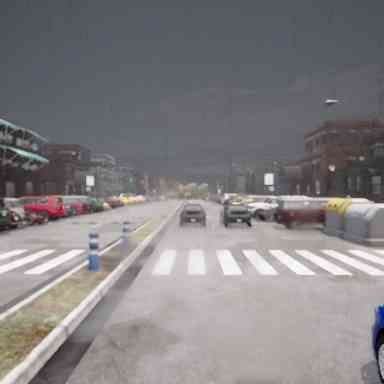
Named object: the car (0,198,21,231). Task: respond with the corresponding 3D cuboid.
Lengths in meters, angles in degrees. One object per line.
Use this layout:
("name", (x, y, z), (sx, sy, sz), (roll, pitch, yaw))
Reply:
("car", (-12.981, 1.342, 18.293), (5.566, 2.045, 2.435), (0, 0, 0))

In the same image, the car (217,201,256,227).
("car", (3.084, 1.630, 24.198), (1.837, 1.490, 4.892), (0, 0, 0))

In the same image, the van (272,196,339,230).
("van", (7.743, 1.367, 21.180), (4.442, 1.987, 1.878), (0, 0, 0))

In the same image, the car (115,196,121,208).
("car", (-12.875, 1.624, 46.084), (5.008, 1.535, 2.097), (0, 0, 0))

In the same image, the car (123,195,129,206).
("car", (-12.880, 1.612, 51.643), (4.892, 1.521, 2.231), (0, 0, 0))

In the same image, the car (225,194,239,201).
("car", (7.576, 1.486, 48.764), (4.553, 1.767, 2.185), (0, 0, 0))

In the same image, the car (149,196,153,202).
("car", (-12.842, 1.832, 82.316), (4.892, 1.521, 2.231), (0, -1, 0))

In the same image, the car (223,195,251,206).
("car", (7.632, 1.471, 57.034), (4.553, 1.767, 2.185), (0, 0, 0))

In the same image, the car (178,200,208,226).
("car", (0.079, 1.636, 24.700), (1.837, 1.490, 4.892), (0, 0, 0))

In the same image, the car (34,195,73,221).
("car", (-12.948, 1.370, 26.630), (5.566, 2.045, 2.435), (0, 0, 0))

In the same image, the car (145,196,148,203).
("car", (-12.821, 1.410, 71.087), (5.566, 2.045, 2.435), (0, -1, 0))

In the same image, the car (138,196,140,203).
("car", (-12.862, 1.643, 62.874), (4.674, 1.452, 2.002), (0, 0, 0))

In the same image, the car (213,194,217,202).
("car", (7.567, 1.364, 65.302), (5.566, 2.045, 2.435), (0, 0, 0))

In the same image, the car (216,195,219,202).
("car", (7.592, 1.601, 62.544), (5.008, 1.535, 2.097), (0, 0, 0))

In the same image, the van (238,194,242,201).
("van", (7.500, 1.397, 34.973), (4.442, 1.987, 1.878), (0, 0, 0))

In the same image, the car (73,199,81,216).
("car", (-12.902, 1.629, 29.530), (4.892, 1.521, 2.231), (0, 0, 0))

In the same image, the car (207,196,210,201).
("car", (7.607, 1.704, 90.106), (5.566, 2.045, 2.435), (0, -1, 0))

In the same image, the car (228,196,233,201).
("car", (7.796, 1.617, 43.248), (5.366, 1.575, 1.946), (0, 0, 0))

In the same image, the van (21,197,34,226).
("van", (-12.824, 1.379, 21.070), (4.442, 1.987, 1.878), (0, 0, 0))

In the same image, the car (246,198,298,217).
("car", (7.650, 1.494, 32.215), (4.553, 1.767, 2.185), (0, 0, 0))

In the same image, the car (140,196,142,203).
("car", (-12.854, 1.655, 65.532), (4.674, 1.452, 2.002), (0, 0, 0))

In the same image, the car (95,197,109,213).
("car", (-12.860, 1.382, 37.865), (5.566, 2.045, 2.435), (0, 0, 0))

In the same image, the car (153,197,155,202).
("car", (-13.018, 1.877, 85.095), (5.366, 1.575, 1.946), (0, -1, 0))

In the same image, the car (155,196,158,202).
("car", (-12.828, 2.026, 93.305), (5.008, 1.535, 2.097), (0, -1, 0))

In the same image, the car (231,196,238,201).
("car", (7.798, 1.620, 40.488), (5.366, 1.575, 1.946), (0, 0, 0))

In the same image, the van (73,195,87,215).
("van", (-13.020, 1.406, 32.312), (4.442, 1.987, 1.878), (0, 0, 0))

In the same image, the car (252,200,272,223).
("car", (7.593, 1.640, 26.698), (4.792, 1.488, 2.163), (0, 0, 0))

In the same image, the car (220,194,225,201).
("car", (7.577, 1.355, 51.521), (5.566, 2.045, 2.435), (0, 0, 0))

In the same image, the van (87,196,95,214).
("van", (-13.012, 1.407, 34.966), (4.442, 1.987, 1.878), (0, 0, 0))

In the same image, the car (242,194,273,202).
("car", (7.592, 1.364, 29.456), (5.566, 2.045, 2.435), (0, 0, 0))

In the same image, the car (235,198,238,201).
("car", (7.612, 1.664, 37.732), (4.674, 1.452, 2.002), (0, 0, 0))

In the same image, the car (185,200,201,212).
("car", (0.072, 1.747, 41.661), (1.895, 1.301, 4.718), (0, 0, 0))

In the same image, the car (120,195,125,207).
("car", (-12.906, 1.647, 48.864), (4.792, 1.488, 2.163), (0, 0, 0))

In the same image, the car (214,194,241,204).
("car", (7.563, 1.407, 70.813), (5.566, 2.045, 2.435), (0, -1, 0))

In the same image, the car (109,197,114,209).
("car", (-12.701, 1.629, 40.649), (5.366, 1.575, 1.946), (0, 0, 0))

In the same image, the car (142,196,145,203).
("car", (-13.039, 1.632, 68.306), (5.366, 1.575, 1.946), (0, -1, 0))

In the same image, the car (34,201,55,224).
("car", (-12.901, 1.644, 23.976), (4.792, 1.488, 2.163), (0, 0, 0))

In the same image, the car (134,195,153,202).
("car", (-12.802, 1.801, 87.758), (4.553, 1.767, 2.185), (0, -1, 0))

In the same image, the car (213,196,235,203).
("car", (7.581, 1.769, 79.074), (5.008, 1.535, 2.097), (0, -1, 0))

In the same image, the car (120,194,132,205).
("car", (-12.875, 1.604, 54.547), (5.008, 1.535, 2.097), (0, 0, 0))

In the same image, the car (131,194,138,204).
("car", (-13.048, 1.596, 60.104), (5.366, 1.575, 1.946), (0, 0, 0))

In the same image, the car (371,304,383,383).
("car", (3.093, 1.465, 1.990), (1.882, 1.535, 5.008), (-1, -1, -1))
